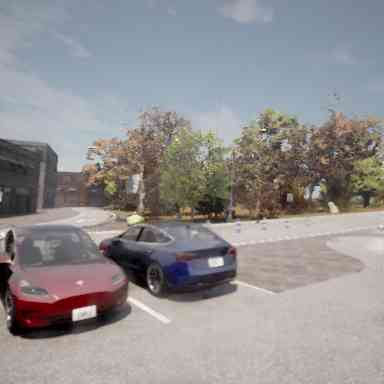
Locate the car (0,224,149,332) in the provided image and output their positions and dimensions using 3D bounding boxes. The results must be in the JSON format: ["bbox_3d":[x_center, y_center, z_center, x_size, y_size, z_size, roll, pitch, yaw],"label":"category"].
[{"bbox_3d":[-3.085,1.512,7.210,2.163,1.488,4.792,0,0,-35],"label":"car"}]

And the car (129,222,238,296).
[{"bbox_3d":[-0.852,1.515,8.874,2.163,1.488,4.792,0,0,-35],"label":"car"}]
